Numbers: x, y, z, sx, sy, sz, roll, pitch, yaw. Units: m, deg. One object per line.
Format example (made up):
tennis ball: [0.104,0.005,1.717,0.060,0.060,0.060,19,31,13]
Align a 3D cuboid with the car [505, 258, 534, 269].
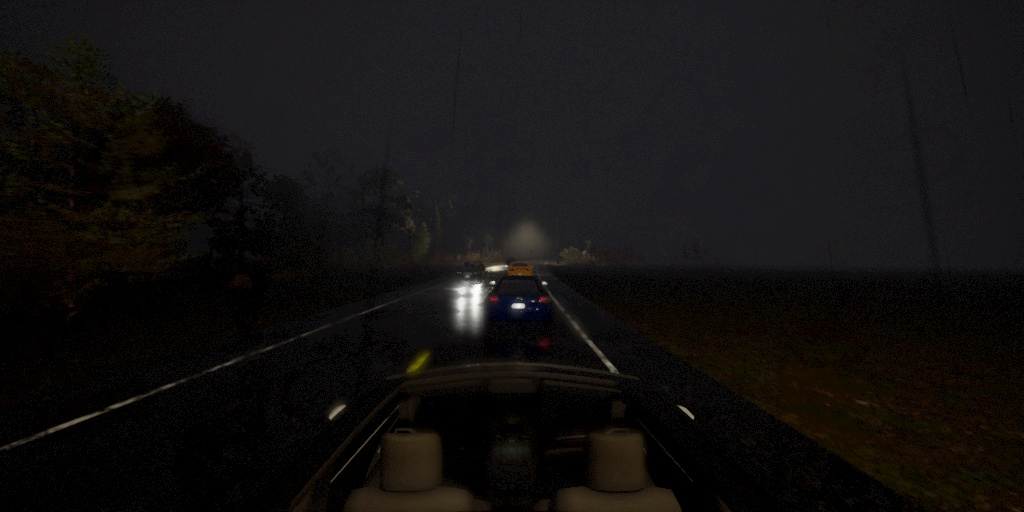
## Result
car: [0.655,1.168,28.047,1.882,1.535,5.008,0,0,2]

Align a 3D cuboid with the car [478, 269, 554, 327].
car: [0.205,1.289,11.532,1.994,1.385,4.181,0,0,1]

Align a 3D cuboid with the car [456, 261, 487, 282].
car: [-3.048,1.182,27.824,2.128,1.511,4.902,0,0,2]
